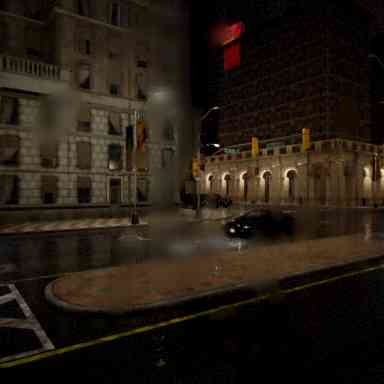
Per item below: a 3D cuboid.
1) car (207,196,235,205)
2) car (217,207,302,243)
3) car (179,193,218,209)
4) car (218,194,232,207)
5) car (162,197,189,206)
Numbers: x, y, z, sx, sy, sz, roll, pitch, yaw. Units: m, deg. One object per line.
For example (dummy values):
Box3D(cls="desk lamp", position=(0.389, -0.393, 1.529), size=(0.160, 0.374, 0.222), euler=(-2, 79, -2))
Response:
Box3D(cls="car", position=(4.983, 1.491, 58.199), size=(2.128, 1.511, 4.902), euler=(0, 0, -35))
Box3D(cls="car", position=(3.459, 1.564, 16.240), size=(4.181, 1.385, 1.994), euler=(0, 0, -35))
Box3D(cls="car", position=(0.588, 1.222, 45.930), size=(2.150, 2.045, 5.566), euler=(0, 0, -35))
Box3D(cls="car", position=(3.077, 1.221, 48.469), size=(2.150, 2.045, 5.566), euler=(0, 0, -36))
Box3D(cls="car", position=(-2.846, 1.547, 56.842), size=(2.033, 1.411, 5.357), euler=(0, 0, -34))
